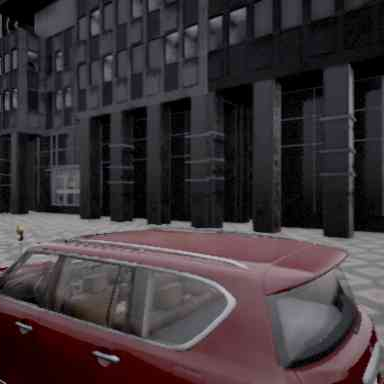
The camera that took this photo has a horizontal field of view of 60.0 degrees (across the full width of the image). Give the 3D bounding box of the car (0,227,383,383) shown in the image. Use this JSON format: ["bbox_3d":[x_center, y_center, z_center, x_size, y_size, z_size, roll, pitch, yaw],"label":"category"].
[{"bbox_3d":[-0.785,1.320,3.522,5.009,1.841,2.192,0,0,36],"label":"car"}]
